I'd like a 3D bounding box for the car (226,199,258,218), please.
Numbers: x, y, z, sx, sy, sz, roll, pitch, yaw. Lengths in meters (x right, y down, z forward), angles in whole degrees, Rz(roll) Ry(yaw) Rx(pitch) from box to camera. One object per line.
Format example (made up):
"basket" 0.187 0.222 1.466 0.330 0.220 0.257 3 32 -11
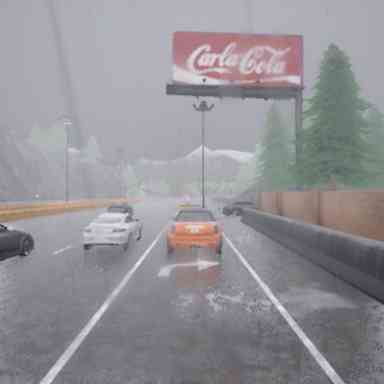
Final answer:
"car" 5.470 1.593 33.133 4.553 1.767 2.097 0 0 -14

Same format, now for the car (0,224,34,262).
"car" -6.896 1.644 10.753 1.994 1.385 4.181 0 0 0

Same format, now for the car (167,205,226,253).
"car" 0.102 1.458 14.339 2.097 1.767 4.553 0 0 0

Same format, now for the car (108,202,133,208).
"car" -6.913 1.730 32.378 2.128 1.511 4.902 0 0 0

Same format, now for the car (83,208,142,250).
"car" -3.399 1.635 14.737 1.812 1.442 4.674 0 0 0
